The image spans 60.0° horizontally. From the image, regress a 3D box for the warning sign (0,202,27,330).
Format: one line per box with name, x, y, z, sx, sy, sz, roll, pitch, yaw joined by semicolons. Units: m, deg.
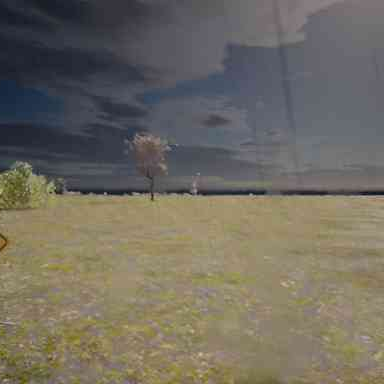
warning sign;-3.391;1.096;4.976;1.060;1.860;1.300;0;0;35
